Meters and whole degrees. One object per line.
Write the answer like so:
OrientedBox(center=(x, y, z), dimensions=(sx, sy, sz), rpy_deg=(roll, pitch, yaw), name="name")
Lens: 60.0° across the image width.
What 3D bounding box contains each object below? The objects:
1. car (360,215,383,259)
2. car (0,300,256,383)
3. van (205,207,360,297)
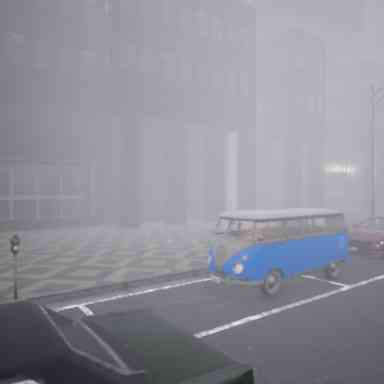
OrientedBox(center=(6.783, 1.478, 11.490), dimensions=(4.507, 1.381, 1.887), rpy_deg=(0, 0, -36), name="car")
OrientedBox(center=(-1.890, 1.604, 2.030), dimensions=(4.718, 1.301, 1.895), rpy_deg=(0, 0, -36), name="car")
OrientedBox(center=(2.209, 1.306, 8.226), dimensions=(3.998, 1.788, 1.690), rpy_deg=(0, 0, -36), name="van")
